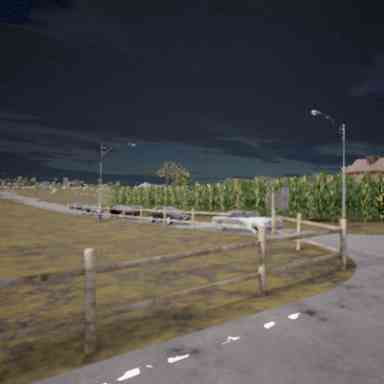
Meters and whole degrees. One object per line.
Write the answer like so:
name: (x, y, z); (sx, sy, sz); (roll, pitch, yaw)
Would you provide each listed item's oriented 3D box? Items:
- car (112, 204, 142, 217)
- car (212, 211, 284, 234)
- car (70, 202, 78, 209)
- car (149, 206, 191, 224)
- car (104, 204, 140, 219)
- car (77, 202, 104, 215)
car: (-8.410, 2.316, 42.794); (1.882, 1.535, 5.008); (2, -2, -35)
car: (3.471, 1.850, 21.114); (1.895, 1.301, 4.718); (2, -3, -37)
car: (-20.483, 2.515, 59.736); (1.994, 1.385, 4.181); (2, -1, -35)
car: (-1.986, 1.952, 28.707); (1.837, 1.490, 4.892); (2, -3, -36)
car: (-7.485, 2.118, 36.429); (1.882, 1.535, 5.008); (2, -2, -35)
car: (-13.207, 2.289, 44.511); (2.128, 1.511, 4.902); (2, -2, -35)
